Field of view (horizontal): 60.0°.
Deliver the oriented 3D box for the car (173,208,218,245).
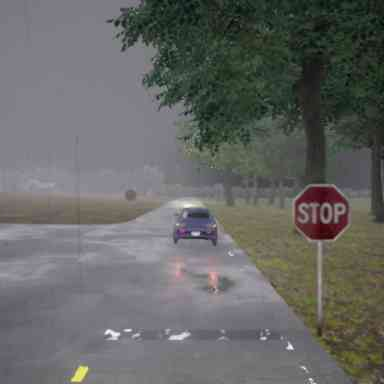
[{"bbox_3d":[0.153,1.448,15.143,1.812,1.442,4.674,2,0,0],"label":"car"}]
